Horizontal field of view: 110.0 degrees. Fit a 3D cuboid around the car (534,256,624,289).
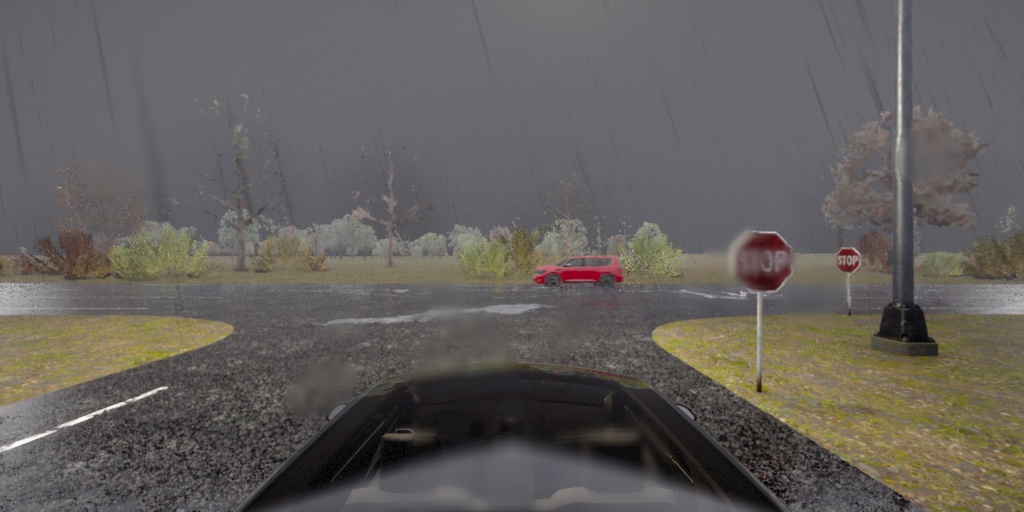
[{"bbox_3d":[4.166,1.006,22.562,5.566,2.045,2.150,0,0,-2],"label":"car"}]
